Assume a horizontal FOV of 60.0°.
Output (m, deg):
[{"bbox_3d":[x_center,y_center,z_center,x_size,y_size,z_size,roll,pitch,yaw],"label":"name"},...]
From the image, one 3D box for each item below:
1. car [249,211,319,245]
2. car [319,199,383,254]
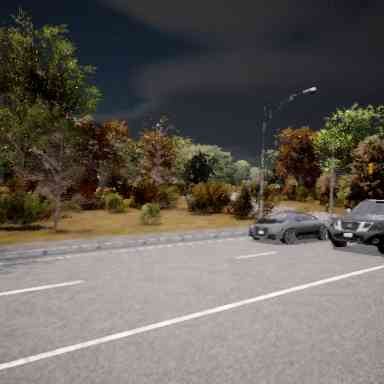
[{"bbox_3d":[4.698,1.633,15.912,4.181,1.385,1.994,1,-1,-35],"label":"car"},{"bbox_3d":[8.100,1.323,14.029,5.566,2.045,2.150,2,-1,-35],"label":"car"}]
